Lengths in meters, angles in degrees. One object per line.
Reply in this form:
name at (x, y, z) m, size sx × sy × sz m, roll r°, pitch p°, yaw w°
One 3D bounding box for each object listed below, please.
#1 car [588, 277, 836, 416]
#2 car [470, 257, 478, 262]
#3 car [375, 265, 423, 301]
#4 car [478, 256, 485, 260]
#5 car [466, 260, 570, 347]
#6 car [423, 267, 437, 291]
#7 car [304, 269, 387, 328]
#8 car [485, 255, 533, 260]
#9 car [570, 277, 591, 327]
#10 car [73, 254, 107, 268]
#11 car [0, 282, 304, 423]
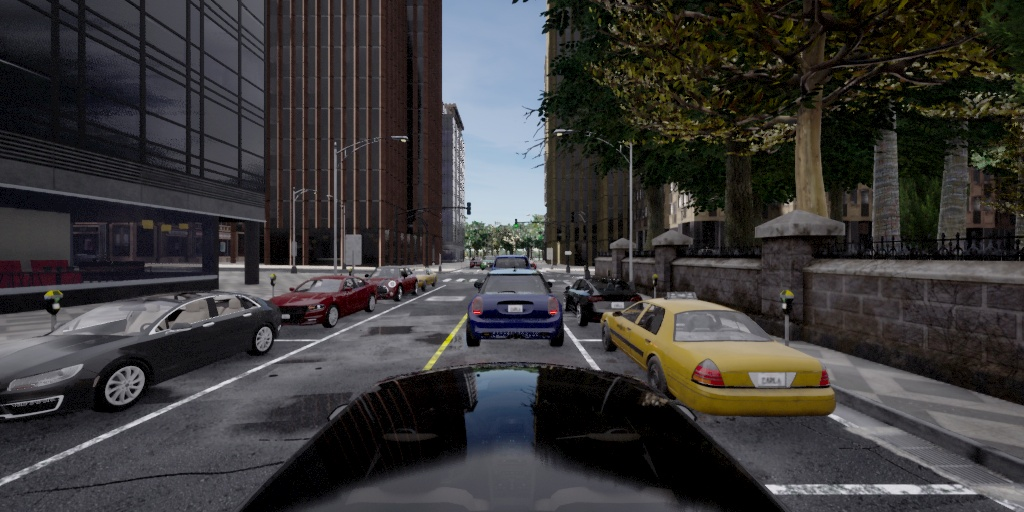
car at (2.755, 1.275, 6.116) m, size 1.751 × 1.417 × 4.829 m, roll 0°, pitch 0°, yaw 0°
car at (-5.851, 1.079, 59.709) m, size 2.192 × 1.841 × 5.009 m, roll 0°, pitch 0°, yaw 0°
car at (-5.786, 1.191, 16.845) m, size 1.967 × 1.591 × 4.097 m, roll 0°, pitch 0°, yaw 0°
car at (-3.178, 0.982, 51.183) m, size 2.150 × 2.045 × 5.566 m, roll 0°, pitch 0°, yaw 0°
car at (0.041, 1.102, 9.506) m, size 2.097 × 1.767 × 4.553 m, roll 0°, pitch 0°, yaw -1°
car at (-5.794, 1.277, 22.131) m, size 1.751 × 1.417 × 4.829 m, roll 0°, pitch 0°, yaw 0°
car at (-5.778, 1.295, 11.388) m, size 1.888 × 1.381 × 4.507 m, roll 0°, pitch 0°, yaw 0°
car at (-0.021, 0.973, 18.946) m, size 2.150 × 2.045 × 5.566 m, roll 0°, pitch 0°, yaw 0°
car at (2.747, 1.316, 11.403) m, size 1.948 × 1.339 × 4.313 m, roll 0°, pitch 0°, yaw 0°
car at (-44.893, 0.462, 36.853) m, size 5.357 × 1.411 × 2.033 m, roll 1°, pitch 0°, yaw 0°
car at (-5.769, 1.300, 5.931) m, size 2.007 × 1.370 × 4.403 m, roll 0°, pitch 0°, yaw 0°
